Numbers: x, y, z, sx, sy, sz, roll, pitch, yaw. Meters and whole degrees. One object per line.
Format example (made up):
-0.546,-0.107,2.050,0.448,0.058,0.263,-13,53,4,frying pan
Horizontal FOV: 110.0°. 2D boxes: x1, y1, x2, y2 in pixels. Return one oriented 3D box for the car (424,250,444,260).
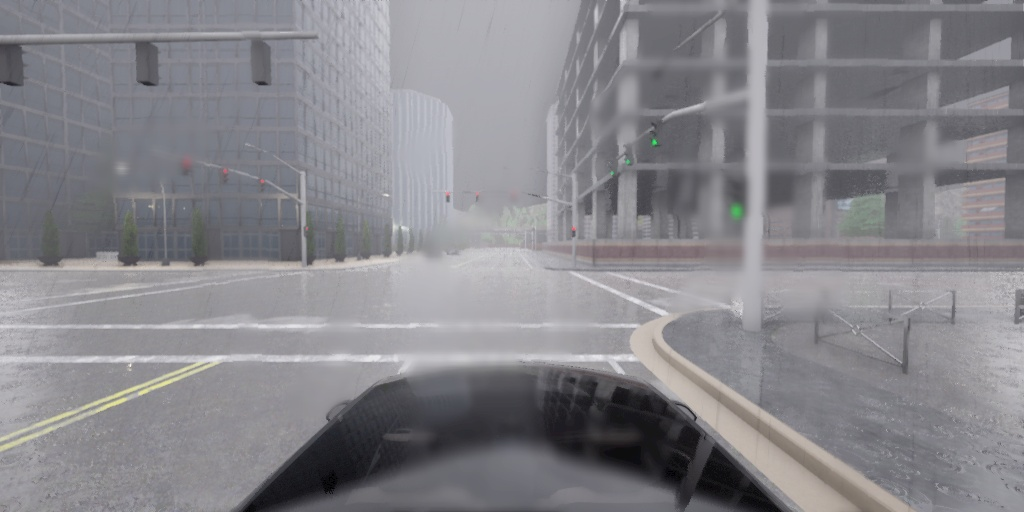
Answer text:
-10.570,-0.194,48.946,1.994,1.385,4.181,0,2,0,car
